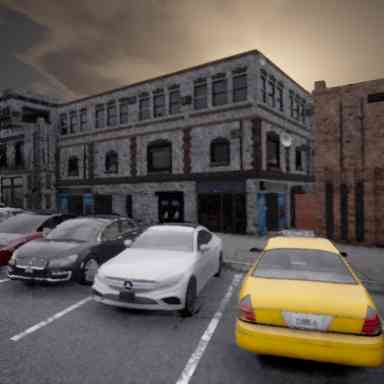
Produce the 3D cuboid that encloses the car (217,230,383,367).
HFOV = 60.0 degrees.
[{"bbox_3d":[1.980,1.471,6.248,1.946,1.575,5.366,0,0,15],"label":"car"}]

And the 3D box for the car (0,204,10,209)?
[{"bbox_3d":[-7.629,1.395,12.869,2.231,1.521,4.892,1,0,15],"label":"car"}]

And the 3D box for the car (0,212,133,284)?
[{"bbox_3d":[-2.838,1.434,9.472,2.231,1.521,4.892,1,0,15],"label":"car"}]

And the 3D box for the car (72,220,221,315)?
[{"bbox_3d":[-0.454,1.493,7.769,2.002,1.452,4.674,1,0,15],"label":"car"}]

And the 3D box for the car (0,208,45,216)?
[{"bbox_3d":[-5.246,1.443,11.135,2.163,1.488,4.792,1,0,15],"label":"car"}]
